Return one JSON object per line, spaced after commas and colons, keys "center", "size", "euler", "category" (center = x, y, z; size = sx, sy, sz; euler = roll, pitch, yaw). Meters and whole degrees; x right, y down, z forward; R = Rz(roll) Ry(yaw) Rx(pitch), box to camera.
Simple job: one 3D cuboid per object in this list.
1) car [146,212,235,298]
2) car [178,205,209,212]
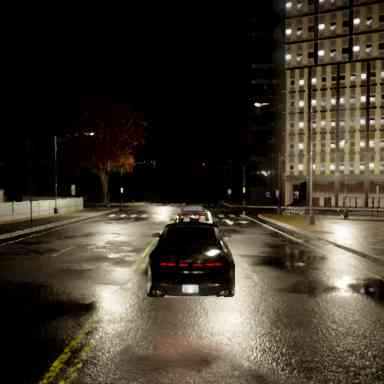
{"center": [-0.019, 1.502, 8.498], "size": [1.837, 1.490, 4.892], "euler": [0, 1, 0], "category": "car"}
{"center": [0.102, 1.486, 13.322], "size": [2.128, 1.511, 4.902], "euler": [0, 0, 0], "category": "car"}
